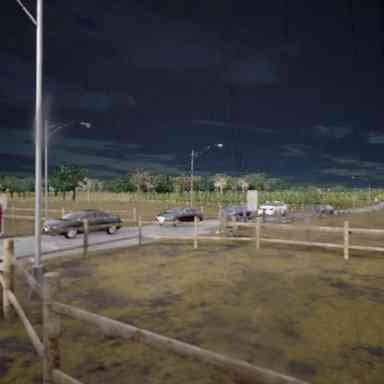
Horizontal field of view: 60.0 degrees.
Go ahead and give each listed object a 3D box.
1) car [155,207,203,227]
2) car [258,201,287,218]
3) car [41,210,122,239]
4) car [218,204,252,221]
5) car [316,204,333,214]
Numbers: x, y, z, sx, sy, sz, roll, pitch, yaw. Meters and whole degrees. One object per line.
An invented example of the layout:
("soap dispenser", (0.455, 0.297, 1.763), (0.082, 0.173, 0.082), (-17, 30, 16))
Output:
("car", (-0.971, 2.015, 27.395), (2.128, 1.511, 4.902), (1, -1, 35))
("car", (10.720, 2.245, 43.988), (2.150, 2.045, 5.566), (1, -1, 36))
("car", (-6.380, 1.825, 19.679), (1.837, 1.490, 4.892), (1, -1, 35))
("car", (4.651, 2.106, 35.406), (2.097, 1.767, 4.553), (1, -1, 35))
("car", (22.083, 2.845, 55.150), (2.097, 1.767, 4.553), (1, -1, 35))
